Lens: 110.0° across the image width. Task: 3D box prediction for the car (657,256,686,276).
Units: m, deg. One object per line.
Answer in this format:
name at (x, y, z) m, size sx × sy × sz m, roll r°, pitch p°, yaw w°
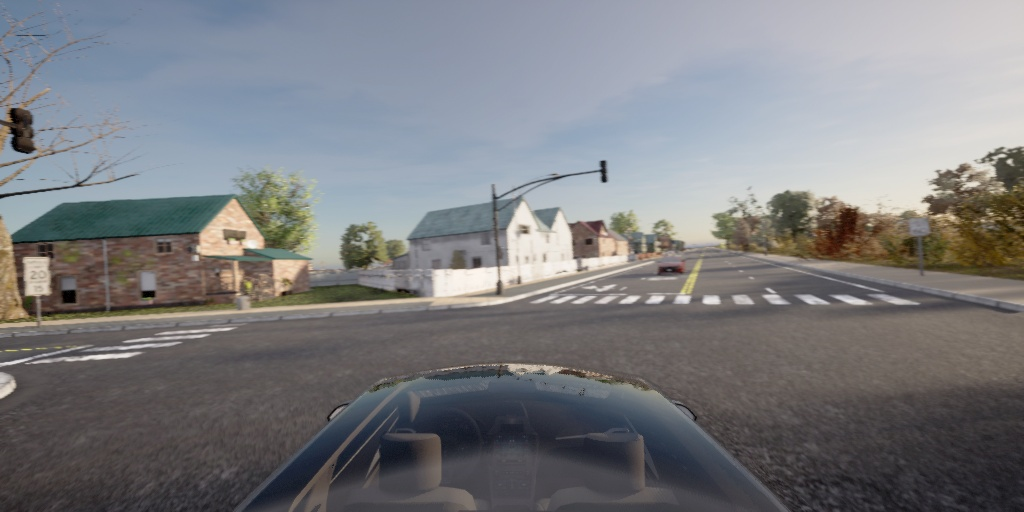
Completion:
car at (13.225, 0.752, 29.709) m, size 1.882 × 1.535 × 5.008 m, roll -4°, pitch -1°, yaw 28°
